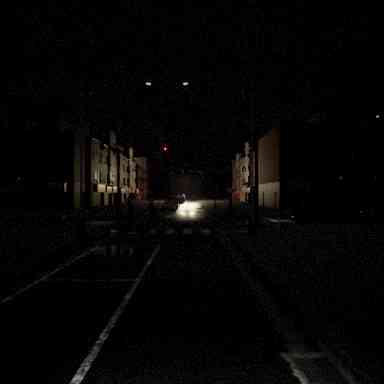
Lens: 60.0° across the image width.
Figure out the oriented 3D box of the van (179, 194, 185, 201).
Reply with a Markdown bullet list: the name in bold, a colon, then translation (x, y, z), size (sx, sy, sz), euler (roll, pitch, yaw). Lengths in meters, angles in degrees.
- **van**: translation (-2.638, 1.549, 89.042), size (1.690, 1.788, 3.998), euler (0, 0, 0)

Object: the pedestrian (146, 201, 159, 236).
- **pedestrian**: translation (-2.034, 1.305, 17.130), size (0.375, 1.860, 0.375), euler (0, 0, 0)

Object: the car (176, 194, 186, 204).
- **car**: translation (-2.637, 1.545, 61.014), size (1.967, 1.590, 4.097), euler (0, 0, 0)

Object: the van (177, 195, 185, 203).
- **van**: translation (-2.637, 1.505, 77.831), size (1.690, 1.788, 3.998), euler (0, 0, 0)

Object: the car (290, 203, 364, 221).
- **car**: translation (10.644, 1.556, 26.409), size (5.357, 1.411, 2.033), euler (0, 0, 0)

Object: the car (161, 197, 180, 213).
- **car**: translation (-2.635, 1.570, 38.423), size (1.752, 1.417, 4.829), euler (0, 0, 0)

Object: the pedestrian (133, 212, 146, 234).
- **pedestrian**: translation (-2.779, 1.586, 17.730), size (0.375, 1.300, 0.375), euler (0, 0, 0)

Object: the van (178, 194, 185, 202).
- **van**: translation (-2.638, 1.527, 83.436), size (1.690, 1.788, 3.998), euler (0, 0, 0)

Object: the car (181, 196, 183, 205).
- **car**: translation (-2.636, 1.654, 49.803), size (1.802, 1.307, 4.206), euler (0, 0, 0)

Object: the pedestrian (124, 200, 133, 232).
- **pedestrian**: translation (-3.441, 1.306, 18.329), size (0.375, 1.860, 0.375), euler (0, 0, 0)

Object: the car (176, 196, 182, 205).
- **car**: translation (-2.635, 1.602, 44.197), size (1.887, 1.381, 4.507), euler (0, 0, 0)
